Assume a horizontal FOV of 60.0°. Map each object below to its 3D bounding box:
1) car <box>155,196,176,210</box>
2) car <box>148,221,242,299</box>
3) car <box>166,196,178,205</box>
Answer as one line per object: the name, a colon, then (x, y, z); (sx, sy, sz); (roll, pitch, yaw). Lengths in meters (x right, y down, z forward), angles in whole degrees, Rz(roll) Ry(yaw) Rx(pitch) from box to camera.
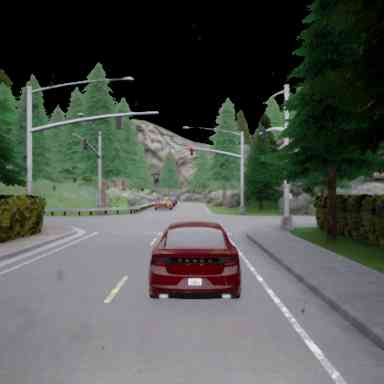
car: (-3.554, 1.342, 42.594); (2.097, 1.767, 4.553); (0, 0, 0)
car: (0.075, 1.476, 8.490); (1.882, 1.535, 5.008); (0, 0, 0)
car: (-3.751, 1.463, 61.905); (1.882, 1.535, 5.008); (0, 0, -6)
